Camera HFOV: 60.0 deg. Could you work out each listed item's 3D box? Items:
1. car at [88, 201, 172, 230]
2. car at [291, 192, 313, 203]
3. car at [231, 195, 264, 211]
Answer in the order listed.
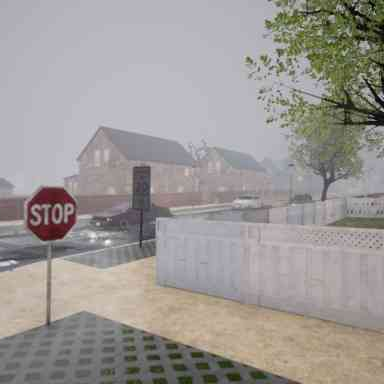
[{"bbox_3d":[-3.412,1.262,19.659,2.033,1.411,5.357,2,2,35],"label":"car"},{"bbox_3d":[15.234,0.702,45.883,1.994,1.385,4.181,2,2,35],"label":"car"},{"bbox_3d":[5.485,1.006,32.243,1.812,1.442,4.674,2,2,35],"label":"car"}]
